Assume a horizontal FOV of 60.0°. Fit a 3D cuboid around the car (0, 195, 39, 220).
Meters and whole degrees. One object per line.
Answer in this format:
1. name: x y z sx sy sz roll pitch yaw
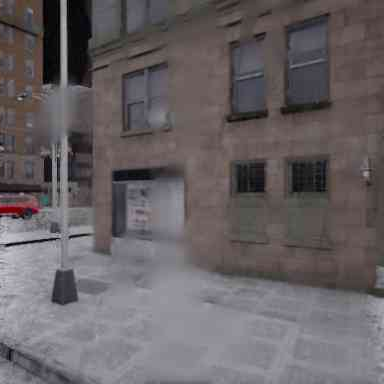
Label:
1. car: -15.268 1.298 26.702 2.150 2.045 5.566 0 0 36
